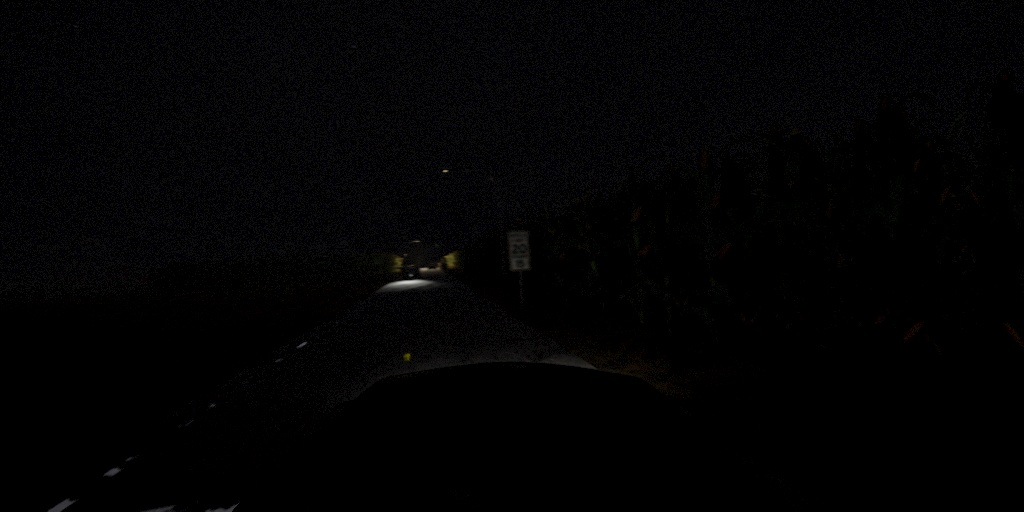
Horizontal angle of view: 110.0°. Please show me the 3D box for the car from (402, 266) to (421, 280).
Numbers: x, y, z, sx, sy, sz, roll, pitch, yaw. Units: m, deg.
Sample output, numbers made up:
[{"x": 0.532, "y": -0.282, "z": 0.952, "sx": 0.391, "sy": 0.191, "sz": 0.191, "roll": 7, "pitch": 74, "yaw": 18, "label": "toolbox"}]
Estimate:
[{"x": -11.782, "y": 1.938, "z": 42.173, "sx": 2.128, "sy": 1.511, "sz": 4.902, "roll": -3, "pitch": 0, "yaw": -13, "label": "car"}]
